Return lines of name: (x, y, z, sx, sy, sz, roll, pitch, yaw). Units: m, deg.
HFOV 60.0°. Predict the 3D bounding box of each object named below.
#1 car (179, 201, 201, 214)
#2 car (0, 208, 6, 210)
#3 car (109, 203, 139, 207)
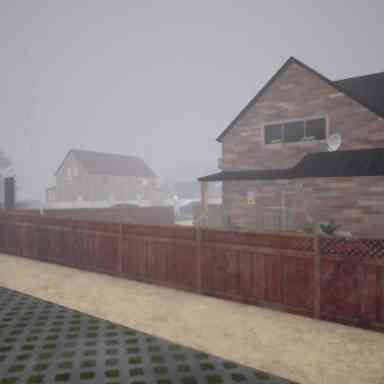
car: (0.380, 1.837, 40.380, 1.882, 1.535, 5.008, 0, -1, 35)
car: (-13.015, 1.763, 21.596, 2.033, 1.411, 5.357, 0, 0, 37)
car: (-6.593, 1.786, 30.573, 1.837, 1.490, 4.892, 0, 0, 35)
